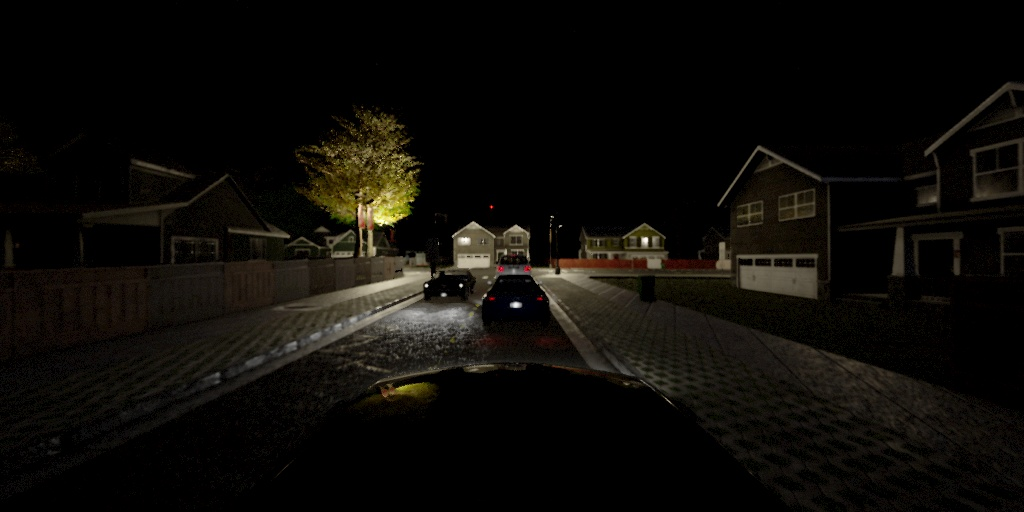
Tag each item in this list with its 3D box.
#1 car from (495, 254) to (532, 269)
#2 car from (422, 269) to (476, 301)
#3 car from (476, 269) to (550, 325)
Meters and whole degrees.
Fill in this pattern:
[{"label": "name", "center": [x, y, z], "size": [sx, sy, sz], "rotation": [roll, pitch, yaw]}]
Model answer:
[{"label": "car", "center": [0.104, 0.899, 22.979], "size": [2.150, 2.045, 5.566], "rotation": [0, 0, 0]}, {"label": "car", "center": [-2.826, 1.298, 17.053], "size": [1.895, 1.301, 4.718], "rotation": [0, 0, 0]}, {"label": "car", "center": [0.104, 1.280, 11.630], "size": [1.994, 1.385, 4.181], "rotation": [0, 0, 0]}]
